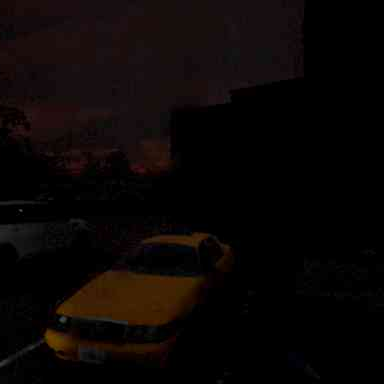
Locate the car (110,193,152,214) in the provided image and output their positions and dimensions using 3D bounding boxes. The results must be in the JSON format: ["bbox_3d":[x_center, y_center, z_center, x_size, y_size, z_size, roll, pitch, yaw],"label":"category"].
[{"bbox_3d":[-7.460,1.242,34.662,5.566,2.045,2.435,1,1,14],"label":"car"}]

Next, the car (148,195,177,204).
[{"bbox_3d":[-5.967,1.499,66.790,5.366,1.575,1.946,-1,-1,14],"label":"car"}]

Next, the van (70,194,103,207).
[{"bbox_3d":[-16.417,1.276,51.834,4.442,1.987,1.878,-1,0,14],"label":"van"}]

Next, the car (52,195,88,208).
[{"bbox_3d":[-18.024,1.375,49.320,4.553,1.767,2.185,-1,-1,14],"label":"car"}]

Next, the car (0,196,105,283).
[{"bbox_3d":[-5.227,1.233,9.919,2.435,2.045,5.566,0,-1,15],"label":"car"}]

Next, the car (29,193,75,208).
[{"bbox_3d":[-19.659,1.247,46.806,5.566,2.045,2.435,-1,-1,14],"label":"car"}]

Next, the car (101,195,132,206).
[{"bbox_3d":[-12.887,1.377,56.796,4.553,1.767,2.185,-1,0,14],"label":"car"}]

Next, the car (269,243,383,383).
[{"bbox_3d":[2.124,1.525,4.666,2.002,1.452,4.674,1,-1,15],"label":"car"}]

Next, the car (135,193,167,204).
[{"bbox_3d":[-7.872,1.253,64.336,5.566,2.045,2.435,-1,0,14],"label":"car"}]

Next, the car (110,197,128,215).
[{"bbox_3d":[-9.117,1.522,32.202,4.792,1.488,2.163,1,1,14],"label":"car"}]

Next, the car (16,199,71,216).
[{"bbox_3d":[-15.045,1.511,33.869,1.837,1.490,4.892,0,0,33],"label":"car"}]

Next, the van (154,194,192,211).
[{"bbox_3d":[-2.346,1.273,41.992,4.442,1.987,1.878,1,0,14],"label":"van"}]

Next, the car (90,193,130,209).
[{"bbox_3d":[-11.782,1.236,48.005,2.150,2.045,5.566,0,0,34],"label":"car"}]

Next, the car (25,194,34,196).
[{"bbox_3d":[-21.407,1.246,44.293,5.566,2.045,2.435,-1,0,14],"label":"car"}]

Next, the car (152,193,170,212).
[{"bbox_3d":[-5.802,1.244,37.114,5.566,2.045,2.435,1,1,14],"label":"car"}]

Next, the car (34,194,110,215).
[{"bbox_3d":[-10.716,1.240,29.761,5.566,2.045,2.435,1,0,14],"label":"car"}]

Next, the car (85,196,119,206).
[{"bbox_3d":[-14.614,1.503,54.317,4.892,1.521,2.231,-1,-1,14],"label":"car"}]

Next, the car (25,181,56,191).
[{"bbox_3d":[-23.981,-1.029,52.880,2.128,1.511,4.902,0,4,34],"label":"car"}]

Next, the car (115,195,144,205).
[{"bbox_3d":[-11.198,1.377,59.310,4.553,1.767,2.185,-1,0,14],"label":"car"}]

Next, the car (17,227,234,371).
[{"bbox_3d":[-0.377,1.479,6.226,1.946,1.575,5.366,1,-1,15],"label":"car"}]

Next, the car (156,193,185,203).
[{"bbox_3d":[-4.429,1.253,69.326,5.566,2.045,2.435,-1,-1,14],"label":"car"}]
